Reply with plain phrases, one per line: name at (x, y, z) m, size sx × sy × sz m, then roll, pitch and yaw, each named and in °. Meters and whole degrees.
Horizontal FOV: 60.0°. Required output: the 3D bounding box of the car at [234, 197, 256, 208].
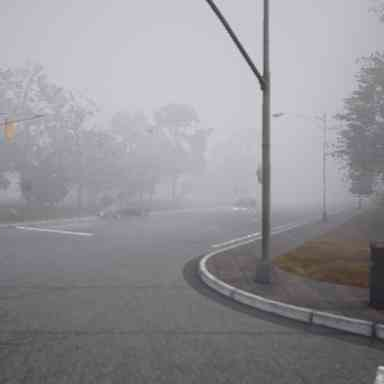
car at (7.563, 1.452, 47.190) m, size 1.994 × 1.385 × 4.181 m, roll 0°, pitch 0°, yaw 32°

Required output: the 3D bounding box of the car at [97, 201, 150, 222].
car at (-5.381, 1.462, 26.680) m, size 2.128 × 1.511 × 4.902 m, roll 0°, pitch 0°, yaw 32°
